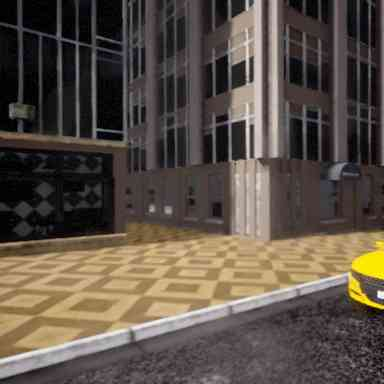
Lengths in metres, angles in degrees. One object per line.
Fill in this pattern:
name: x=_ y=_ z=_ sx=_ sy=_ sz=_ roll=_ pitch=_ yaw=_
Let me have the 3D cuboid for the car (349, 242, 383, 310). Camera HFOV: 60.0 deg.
car: x=5.384 y=1.536 z=7.206 sx=5.008 sy=1.535 sz=1.882 roll=0 pitch=0 yaw=-35
